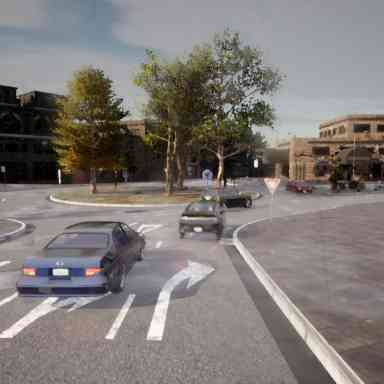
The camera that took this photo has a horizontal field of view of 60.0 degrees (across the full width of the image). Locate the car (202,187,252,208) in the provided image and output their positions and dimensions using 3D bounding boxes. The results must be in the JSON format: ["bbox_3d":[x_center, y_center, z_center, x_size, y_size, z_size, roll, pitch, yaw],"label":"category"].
[{"bbox_3d":[2.617,0.392,25.225,2.097,1.767,4.553,5,7,44],"label":"car"}]

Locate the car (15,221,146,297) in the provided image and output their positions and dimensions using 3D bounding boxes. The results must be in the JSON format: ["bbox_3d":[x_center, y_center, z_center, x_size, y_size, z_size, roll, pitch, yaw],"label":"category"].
[{"bbox_3d":[-2.428,1.472,8.660,2.033,1.411,5.357,0,1,0],"label":"car"}]

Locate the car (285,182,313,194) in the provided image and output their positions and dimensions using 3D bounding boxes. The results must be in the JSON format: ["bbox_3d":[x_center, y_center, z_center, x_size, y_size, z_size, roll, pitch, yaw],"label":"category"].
[{"bbox_3d":[12.581,-0.553,39.517,1.895,1.301,4.718,0,5,-1],"label":"car"}]

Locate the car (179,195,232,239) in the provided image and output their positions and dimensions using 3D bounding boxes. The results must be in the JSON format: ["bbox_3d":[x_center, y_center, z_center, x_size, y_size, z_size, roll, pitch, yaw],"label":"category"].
[{"bbox_3d":[0.617,1.176,15.648,2.128,1.511,4.902,1,3,9],"label":"car"}]
